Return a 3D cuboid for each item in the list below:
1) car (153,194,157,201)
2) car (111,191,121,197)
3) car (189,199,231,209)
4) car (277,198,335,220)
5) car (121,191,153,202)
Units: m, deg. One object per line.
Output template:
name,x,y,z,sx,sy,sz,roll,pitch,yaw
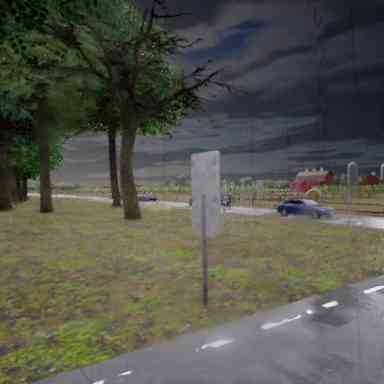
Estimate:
car,-7.259,0.762,52.943,1.994,1.385,4.181,-1,1,-35
car,-13.172,0.565,61.043,2.128,1.511,4.902,-1,1,-36
car,1.785,1.065,35.446,2.033,1.411,5.357,-1,2,-36
car,8.715,1.234,25.816,1.812,1.442,4.674,-1,2,-35
car,-8.224,0.628,49.382,2.097,1.767,4.553,-1,2,-35
